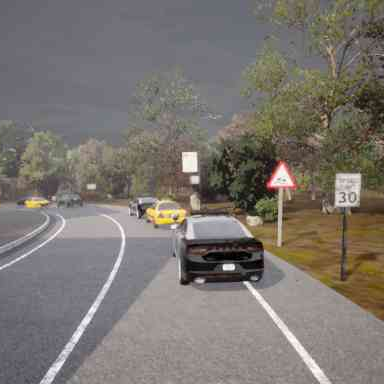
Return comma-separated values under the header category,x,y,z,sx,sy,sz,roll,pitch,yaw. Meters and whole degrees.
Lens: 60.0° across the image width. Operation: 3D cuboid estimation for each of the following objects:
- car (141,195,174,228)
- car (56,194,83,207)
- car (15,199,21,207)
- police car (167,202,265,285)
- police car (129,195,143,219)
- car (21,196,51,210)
category,x,y,z,sx,sy,sz,roll,pitch,yaw
car,-1.613,1.167,19.726,1.801,1.575,5.366,-2,1,-16
car,-16.491,1.052,44.550,2.097,1.767,4.553,-5,3,-42
car,-26.712,1.485,53.802,5.008,1.535,1.882,-2,3,34
police car,0.460,1.301,9.409,1.930,1.638,5.238,-1,1,-7
police car,-3.603,1.060,25.589,1.930,1.638,5.238,-2,1,-21
car,-20.047,1.443,43.193,1.882,1.535,5.008,-5,2,-44
